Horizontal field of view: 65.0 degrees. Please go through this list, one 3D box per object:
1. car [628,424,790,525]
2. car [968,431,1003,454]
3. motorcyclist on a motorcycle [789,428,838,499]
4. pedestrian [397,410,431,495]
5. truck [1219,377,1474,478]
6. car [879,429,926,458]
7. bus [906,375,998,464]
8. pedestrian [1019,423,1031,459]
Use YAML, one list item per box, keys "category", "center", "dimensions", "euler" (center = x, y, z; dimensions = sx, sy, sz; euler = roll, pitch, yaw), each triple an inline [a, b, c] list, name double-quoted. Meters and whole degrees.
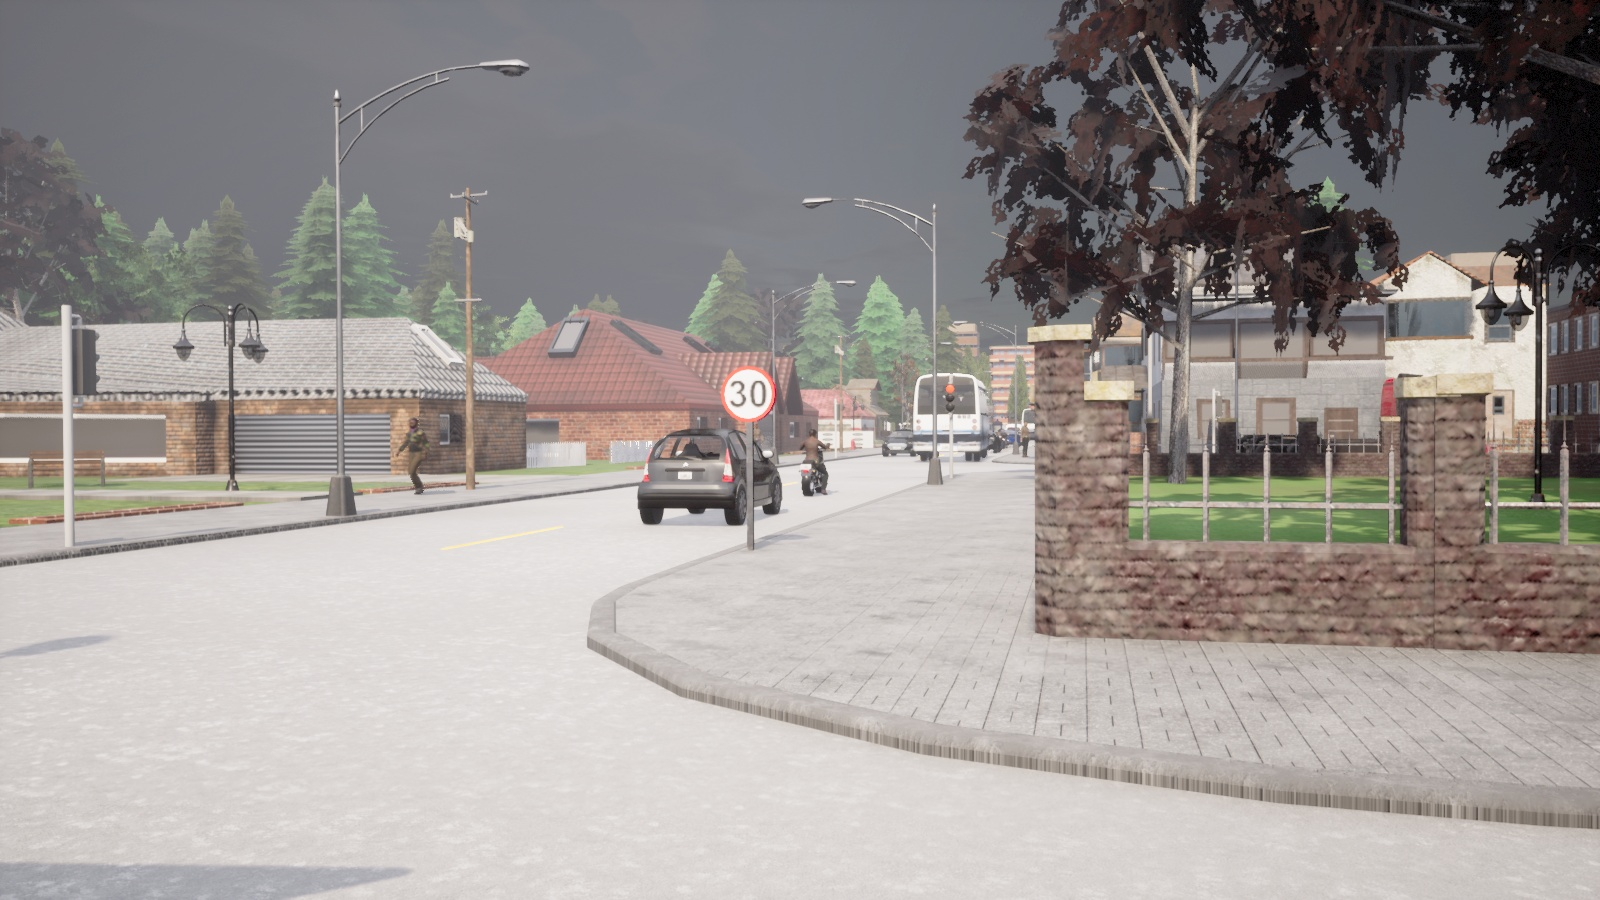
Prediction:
- category: "car"
  center: [-1.500, 0.363, 22.292]
  dimensions: [1.851, 1.617, 3.988]
  euler: [0, 1, 12]
- category: "car"
  center: [12.388, -0.522, 83.705]
  dimensions: [2.007, 1.525, 4.514]
  euler: [0, 1, 13]
- category: "motorcyclist on a motorcycle"
  center: [0.351, 0.291, 30.437]
  dimensions: [0.766, 1.649, 2.350]
  euler: [0, 1, 11]
- category: "pedestrian"
  center: [-8.830, 0.046, 28.754]
  dimensions: [0.395, 1.930, 0.692]
  euler: [1, 1, 24]
- category: "truck"
  center: [19.511, -0.812, 45.311]
  dimensions: [7.936, 3.462, 2.891]
  euler: [0, 1, 9]
- category: "car"
  center: [6.098, -0.406, 74.007]
  dimensions: [2.033, 1.649, 4.856]
  euler: [0, 1, 13]
- category: "bus"
  center: [8.077, -1.568, 65.424]
  dimensions: [3.944, 4.253, 10.273]
  euler: [0, 1, 11]
- category: "pedestrian"
  center: [11.496, -0.449, 64.071]
  dimensions: [0.331, 1.846, 0.634]
  euler: [0, 1, -16]
